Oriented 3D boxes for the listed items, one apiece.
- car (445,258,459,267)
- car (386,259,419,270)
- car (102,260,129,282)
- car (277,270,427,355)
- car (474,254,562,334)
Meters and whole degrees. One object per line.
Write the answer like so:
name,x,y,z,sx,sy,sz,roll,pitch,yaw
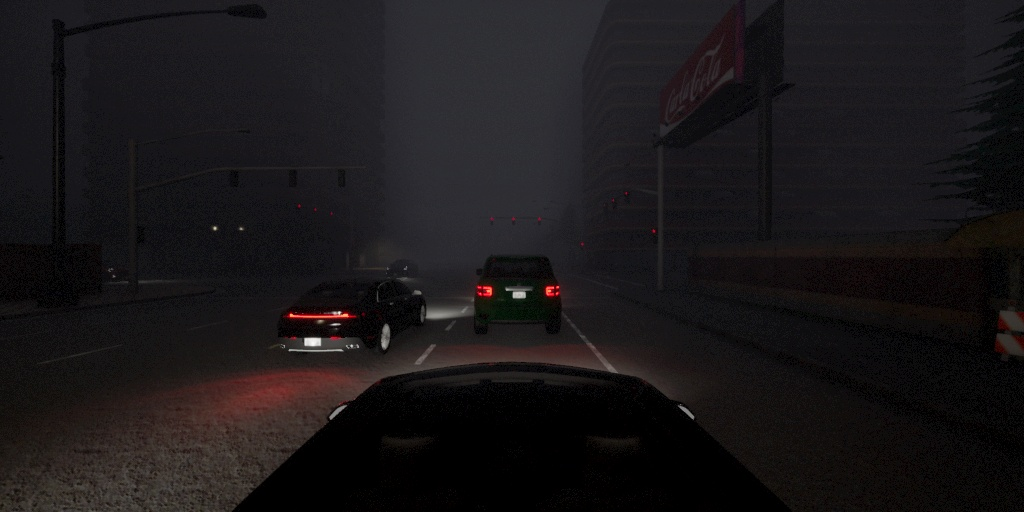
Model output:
car,-10.516,1.082,62.873,1.812,1.442,4.674,0,0,0
car,-10.510,1.098,34.555,2.097,1.767,4.553,0,0,0
car,-32.343,1.100,28.062,4.553,1.767,2.097,0,0,0
car,-3.446,1.254,8.682,1.837,1.490,4.892,0,0,1
car,0.087,0.971,10.739,2.150,2.045,5.566,0,0,-2
